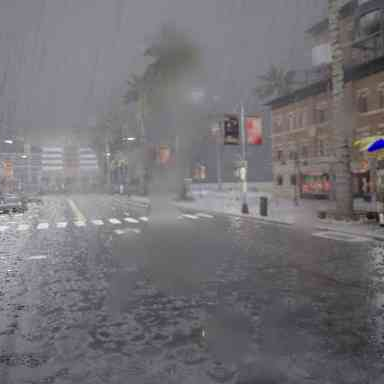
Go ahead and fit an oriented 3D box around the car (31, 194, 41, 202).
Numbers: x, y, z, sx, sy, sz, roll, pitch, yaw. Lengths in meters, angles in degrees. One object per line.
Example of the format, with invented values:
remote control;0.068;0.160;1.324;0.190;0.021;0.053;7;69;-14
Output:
car;-25.439;0.934;53.744;1.895;1.301;4.718;-2;2;-23

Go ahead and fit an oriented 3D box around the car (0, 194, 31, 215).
car;-16.266;1.227;30.491;1.837;1.490;4.892;-2;3;-21
